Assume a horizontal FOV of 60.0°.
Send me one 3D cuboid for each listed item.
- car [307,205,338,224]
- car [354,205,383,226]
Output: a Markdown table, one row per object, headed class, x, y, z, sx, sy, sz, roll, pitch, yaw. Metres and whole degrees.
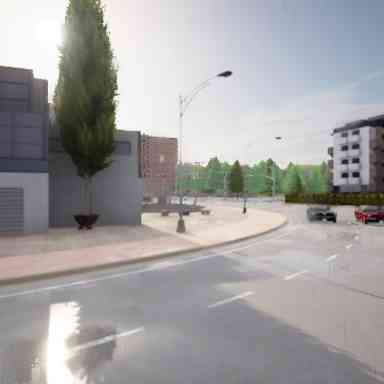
| class | x | y | z | sx | sy | sz | roll | pitch | yaw |
| --- | --- | --- | --- | --- | --- | --- | --- | --- | --- |
| car | 9.960 | 1.673 | 25.655 | 1.895 | 1.301 | 4.718 | 0 | 0 | 16 |
| car | 13.035 | 1.650 | 23.882 | 1.895 | 1.301 | 4.718 | 0 | 0 | 17 |
